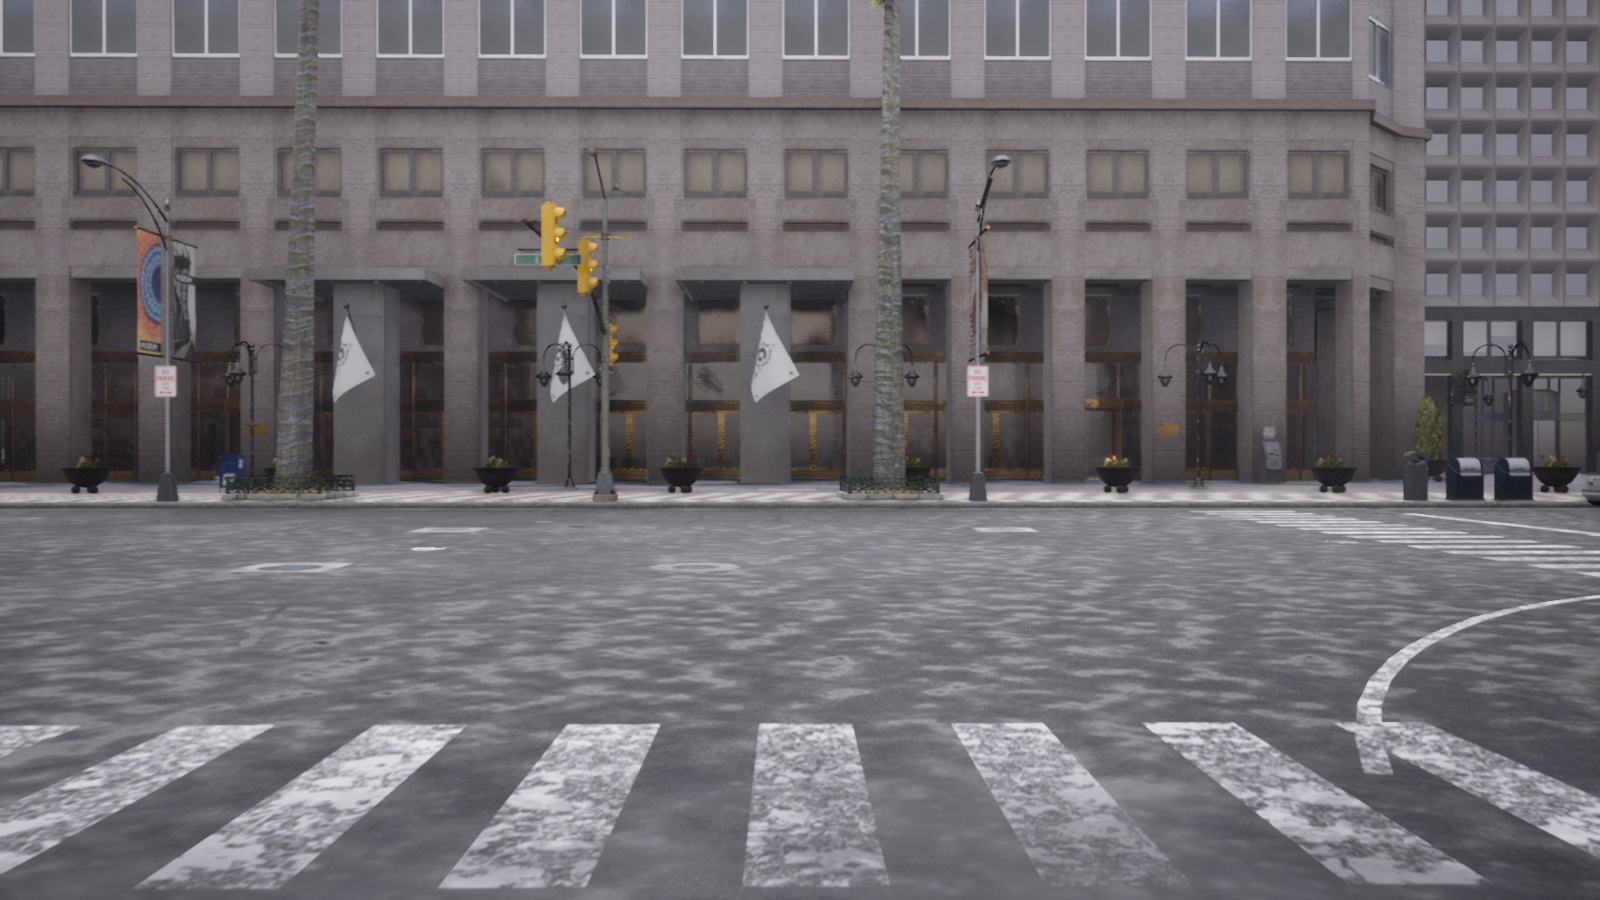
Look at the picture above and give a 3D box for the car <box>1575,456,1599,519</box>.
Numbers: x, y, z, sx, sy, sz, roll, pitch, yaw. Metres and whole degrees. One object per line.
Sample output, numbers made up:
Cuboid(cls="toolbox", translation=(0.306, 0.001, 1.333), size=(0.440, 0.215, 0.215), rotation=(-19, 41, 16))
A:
Cuboid(cls="car", translation=(19.028, 0.796, 26.064), size=(4.718, 1.301, 1.895), rotation=(0, 0, 0))
